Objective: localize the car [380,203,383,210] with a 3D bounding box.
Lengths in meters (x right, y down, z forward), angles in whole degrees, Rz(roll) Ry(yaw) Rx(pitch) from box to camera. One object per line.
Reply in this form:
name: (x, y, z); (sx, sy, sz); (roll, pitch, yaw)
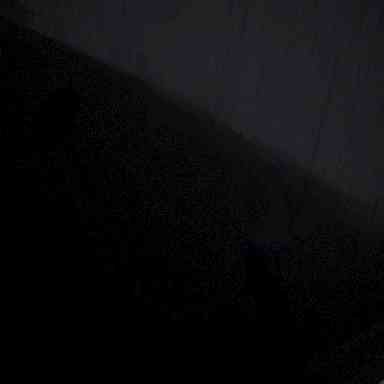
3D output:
car: (26.454, 1.724, 43.687); (1.994, 1.385, 4.181); (0, -1, 6)
